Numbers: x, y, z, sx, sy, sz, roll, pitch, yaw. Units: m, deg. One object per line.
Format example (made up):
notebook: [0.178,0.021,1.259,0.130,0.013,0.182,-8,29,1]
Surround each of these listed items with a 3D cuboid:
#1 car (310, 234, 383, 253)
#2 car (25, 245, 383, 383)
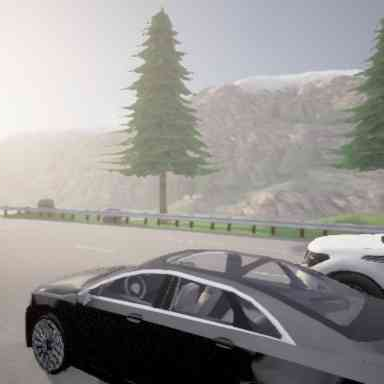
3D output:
car: [4.523,1.200,5.056,5.566,2.045,2.150,1,0,35]
car: [-0.026,1.463,3.927,4.902,1.511,2.128,1,0,35]
